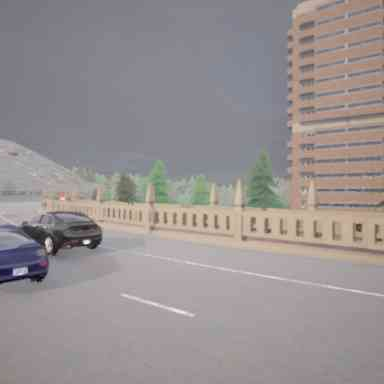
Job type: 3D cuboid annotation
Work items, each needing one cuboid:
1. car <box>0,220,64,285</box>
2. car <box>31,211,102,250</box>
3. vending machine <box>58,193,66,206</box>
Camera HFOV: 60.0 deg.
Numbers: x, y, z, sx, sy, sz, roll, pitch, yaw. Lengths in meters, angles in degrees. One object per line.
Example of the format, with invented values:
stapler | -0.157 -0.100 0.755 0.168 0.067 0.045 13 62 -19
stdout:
car | -5.424 1.539 8.673 4.674 1.442 1.812 0 0 41
car | -5.515 1.531 13.551 4.892 1.490 1.837 0 0 44
vending machine | -21.339 1.297 54.584 1.100 2.100 0.880 0 0 -16
